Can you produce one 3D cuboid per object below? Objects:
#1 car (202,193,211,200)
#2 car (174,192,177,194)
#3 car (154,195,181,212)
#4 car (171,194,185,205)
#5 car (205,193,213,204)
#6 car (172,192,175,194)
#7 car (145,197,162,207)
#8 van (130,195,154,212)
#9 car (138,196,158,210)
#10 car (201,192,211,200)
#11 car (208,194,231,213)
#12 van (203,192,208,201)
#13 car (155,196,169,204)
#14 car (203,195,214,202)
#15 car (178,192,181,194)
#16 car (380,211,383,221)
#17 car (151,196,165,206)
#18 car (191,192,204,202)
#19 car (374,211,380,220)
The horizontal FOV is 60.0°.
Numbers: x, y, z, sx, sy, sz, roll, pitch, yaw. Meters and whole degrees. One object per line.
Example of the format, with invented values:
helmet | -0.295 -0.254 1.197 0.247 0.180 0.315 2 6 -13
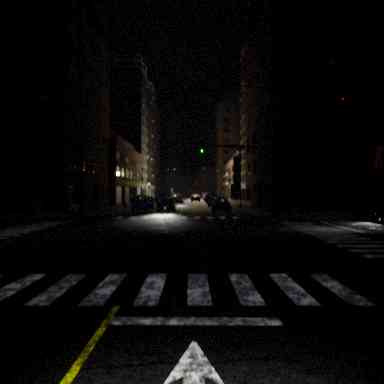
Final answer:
car | 3.549 1.149 80.851 1.967 1.590 4.097 0 0 1
car | -5.039 1.276 75.267 1.887 1.381 4.507 0 0 1
car | -2.707 1.365 36.064 2.128 1.511 4.902 0 0 1
car | -2.442 1.406 55.412 1.895 1.301 4.718 0 0 1
car | 3.171 1.276 46.837 1.967 1.590 4.097 0 0 1
car | -5.102 1.319 69.600 1.947 1.339 4.313 0 0 1
car | -5.354 1.402 46.929 1.947 1.339 4.313 0 0 1
van | -5.481 1.216 35.592 1.690 1.788 3.998 0 0 1
car | -5.417 1.296 41.260 1.967 1.590 4.097 0 0 1
car | 3.612 1.001 86.519 2.192 1.841 5.009 0 0 1
car | 3.045 1.315 35.500 1.967 1.590 4.097 0 0 1
van | 3.297 1.136 58.174 1.690 1.788 3.998 0 0 1
car | -5.228 1.361 58.265 1.947 1.339 4.313 0 0 1
car | 3.423 1.303 69.513 2.008 1.369 4.403 0 0 1
car | -4.850 0.979 92.271 2.192 1.841 5.009 0 0 1
car | 14.087 1.548 19.510 4.718 1.301 1.895 0 0 0
car | -5.291 1.398 52.597 1.802 1.307 4.206 0 0 1
car | 0.712 1.260 65.503 2.128 1.511 4.902 0 0 1
car | 15.501 1.481 22.757 5.357 1.411 2.033 0 0 0
